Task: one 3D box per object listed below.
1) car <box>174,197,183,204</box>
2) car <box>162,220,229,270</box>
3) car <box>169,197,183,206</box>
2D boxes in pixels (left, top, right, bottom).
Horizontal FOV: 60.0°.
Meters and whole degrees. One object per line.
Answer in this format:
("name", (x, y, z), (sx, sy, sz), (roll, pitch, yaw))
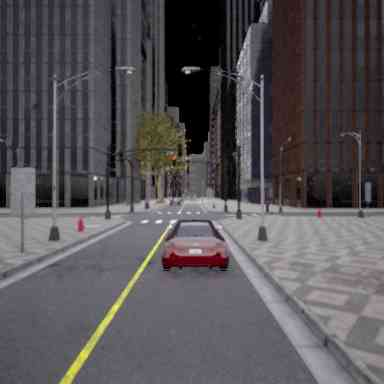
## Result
("car", (-3.031, 1.920, 76.614), (1.994, 1.385, 4.181), (0, 0, 0))
("car", (0.095, 1.610, 11.165), (1.994, 1.385, 4.181), (0, 0, 0))
("car", (-3.068, 1.816, 60.523), (1.812, 1.442, 4.674), (0, 0, 1))
